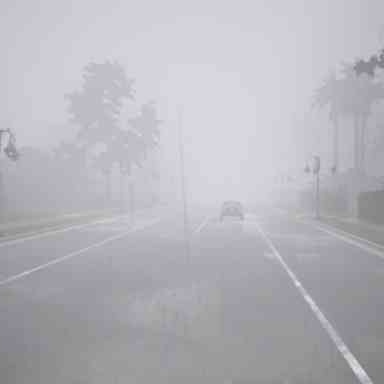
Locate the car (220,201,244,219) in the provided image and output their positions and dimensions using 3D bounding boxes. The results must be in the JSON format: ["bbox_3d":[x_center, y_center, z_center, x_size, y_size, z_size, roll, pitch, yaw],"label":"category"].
[{"bbox_3d":[3.260,1.406,27.243,2.033,1.411,5.357,1,0,7],"label":"car"}]
